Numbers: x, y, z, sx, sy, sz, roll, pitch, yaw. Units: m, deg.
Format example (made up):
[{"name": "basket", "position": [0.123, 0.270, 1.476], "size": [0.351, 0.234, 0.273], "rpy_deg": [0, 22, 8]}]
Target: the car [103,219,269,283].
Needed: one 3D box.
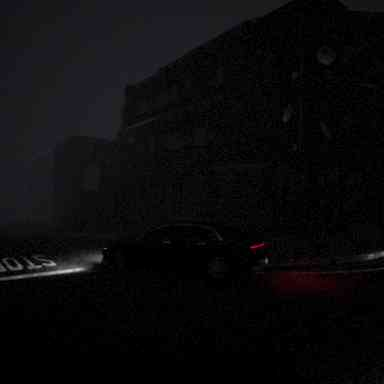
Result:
[{"name": "car", "position": [-0.287, 1.572, 9.642], "size": [4.892, 1.490, 1.837], "rpy_deg": [-1, -2, 23]}]
